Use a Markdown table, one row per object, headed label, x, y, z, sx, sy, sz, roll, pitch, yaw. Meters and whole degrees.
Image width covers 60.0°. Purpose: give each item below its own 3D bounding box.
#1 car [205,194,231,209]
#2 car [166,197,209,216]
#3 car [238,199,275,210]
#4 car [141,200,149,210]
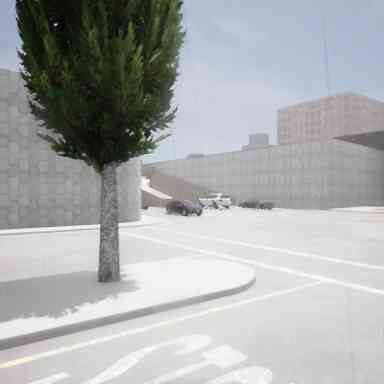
| label | x | y | z | sx | sy | sz | roll | pitch | yaw |
| --- | --- | --- | --- | --- | --- | --- | --- | --- | --- |
| car | 3.000 | 1.279 | 45.970 | 2.150 | 2.045 | 5.566 | 0 | 0 | -35 |
| car | -0.825 | 1.541 | 32.739 | 1.837 | 1.490 | 4.892 | 0 | 0 | -35 |
| car | 8.504 | 1.612 | 44.192 | 2.033 | 1.411 | 5.357 | 0 | 0 | -35 |
| car | -7.153 | 1.541 | 41.828 | 1.837 | 1.490 | 4.892 | 0 | 0 | -35 |
